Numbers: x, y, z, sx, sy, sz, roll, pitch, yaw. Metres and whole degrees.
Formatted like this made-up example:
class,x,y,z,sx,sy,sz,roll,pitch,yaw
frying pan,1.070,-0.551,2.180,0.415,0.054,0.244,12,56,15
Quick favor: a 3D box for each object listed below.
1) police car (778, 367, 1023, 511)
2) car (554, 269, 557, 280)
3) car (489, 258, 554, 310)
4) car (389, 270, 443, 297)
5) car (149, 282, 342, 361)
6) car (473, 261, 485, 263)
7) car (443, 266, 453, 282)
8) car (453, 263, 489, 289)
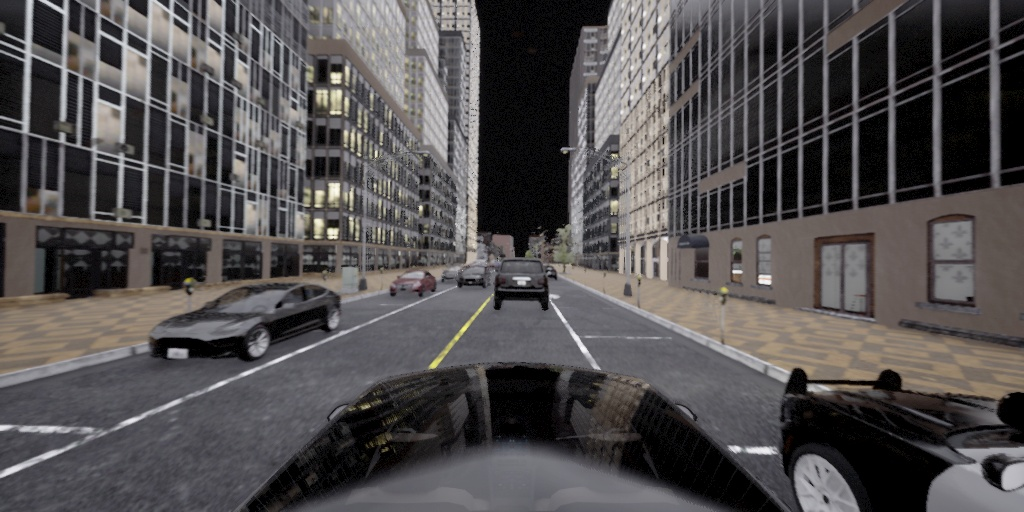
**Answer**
class,x,y,z,sx,sy,sz,roll,pitch,yaw
police car,3.041,1.211,0.958,1.930,1.638,5.238,1,-1,2
car,3.580,1.675,36.437,1.948,1.339,4.313,0,0,2
car,0.425,1.104,15.781,2.150,2.045,5.566,1,-1,2
car,-5.274,1.418,19.615,1.802,1.307,4.207,0,0,2
car,-5.593,1.296,8.236,1.948,1.339,4.313,0,0,2
car,-4.637,1.589,42.375,1.888,1.381,4.507,0,0,2
car,-4.956,1.491,30.996,2.007,1.370,4.403,0,0,2
car,-2.523,1.426,24.763,1.837,1.490,4.892,1,-1,2
